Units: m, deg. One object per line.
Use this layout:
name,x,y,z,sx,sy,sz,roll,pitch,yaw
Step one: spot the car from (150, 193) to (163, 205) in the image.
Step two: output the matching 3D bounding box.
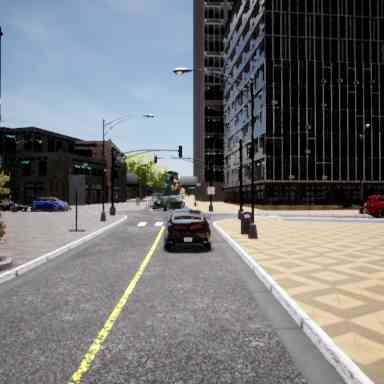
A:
car,-6.381,1.235,60.261,2.150,2.045,5.566,0,0,-5

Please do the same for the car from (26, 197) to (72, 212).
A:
car,-16.126,1.381,38.274,4.553,1.767,2.097,0,-1,18

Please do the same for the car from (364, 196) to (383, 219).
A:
car,15.780,1.187,25.178,5.009,1.841,2.192,0,-1,18

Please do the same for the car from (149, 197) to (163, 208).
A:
car,-5.395,1.558,50.130,2.033,1.411,5.357,0,0,-6

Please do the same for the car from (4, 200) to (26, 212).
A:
car,-20.534,1.567,37.114,4.313,1.339,1.947,0,-1,18

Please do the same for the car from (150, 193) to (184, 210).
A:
car,-2.849,1.362,41.619,2.097,1.767,4.553,0,0,33

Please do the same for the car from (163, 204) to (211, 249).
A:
car,-0.217,1.509,14.679,1.837,1.490,4.892,0,0,-2
